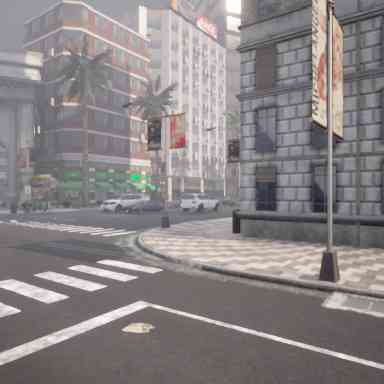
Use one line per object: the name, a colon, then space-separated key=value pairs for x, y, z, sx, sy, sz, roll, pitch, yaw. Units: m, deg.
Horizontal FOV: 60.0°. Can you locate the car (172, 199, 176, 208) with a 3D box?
car: x=-1.663 y=1.526 z=45.798 sx=1.812 sy=1.442 sz=4.674 roll=0 pitch=0 yaw=37

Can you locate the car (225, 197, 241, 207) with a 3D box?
car: x=7.550 y=1.564 z=51.169 sx=4.181 sy=1.385 sz=1.994 roll=0 pitch=0 yaw=-43

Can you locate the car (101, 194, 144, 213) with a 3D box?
car: x=-7.670 y=1.221 z=37.800 sx=2.150 sy=2.045 sz=5.566 roll=0 pitch=0 yaw=36

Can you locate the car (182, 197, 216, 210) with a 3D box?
car: x=1.012 y=1.478 z=43.578 sx=1.882 sy=1.535 sz=5.008 roll=0 pitch=0 yaw=38

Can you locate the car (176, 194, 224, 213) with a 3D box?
car: x=1.012 y=1.221 z=37.534 sx=2.150 sy=2.045 sz=5.566 roll=0 pitch=0 yaw=36

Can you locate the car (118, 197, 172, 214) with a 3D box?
car: x=-4.957 y=1.547 z=35.605 sx=2.033 sy=1.411 sz=5.357 roll=0 pitch=0 yaw=36
